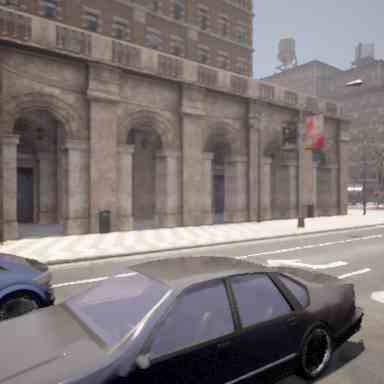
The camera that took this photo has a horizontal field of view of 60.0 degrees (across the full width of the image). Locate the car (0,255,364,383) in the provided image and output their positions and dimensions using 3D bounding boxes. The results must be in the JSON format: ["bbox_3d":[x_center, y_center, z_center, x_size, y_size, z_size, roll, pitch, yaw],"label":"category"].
[{"bbox_3d":[-0.097,1.550,3.924,5.357,1.411,2.033,0,0,-36],"label":"car"}]

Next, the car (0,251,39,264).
[{"bbox_3d":[-4.387,1.563,5.152,4.181,1.385,1.994,0,0,-35],"label":"car"}]
